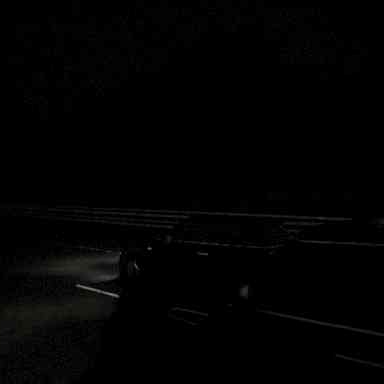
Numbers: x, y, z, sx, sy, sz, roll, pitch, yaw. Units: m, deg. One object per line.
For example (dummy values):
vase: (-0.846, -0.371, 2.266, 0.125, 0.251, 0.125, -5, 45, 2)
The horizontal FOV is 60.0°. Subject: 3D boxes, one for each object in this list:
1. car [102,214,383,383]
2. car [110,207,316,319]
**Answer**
car: (1.688, 1.222, 2.788, 5.566, 2.045, 2.150, 0, 0, 35)
car: (0.366, 1.351, 8.030, 4.553, 1.767, 2.097, 0, 0, 35)
